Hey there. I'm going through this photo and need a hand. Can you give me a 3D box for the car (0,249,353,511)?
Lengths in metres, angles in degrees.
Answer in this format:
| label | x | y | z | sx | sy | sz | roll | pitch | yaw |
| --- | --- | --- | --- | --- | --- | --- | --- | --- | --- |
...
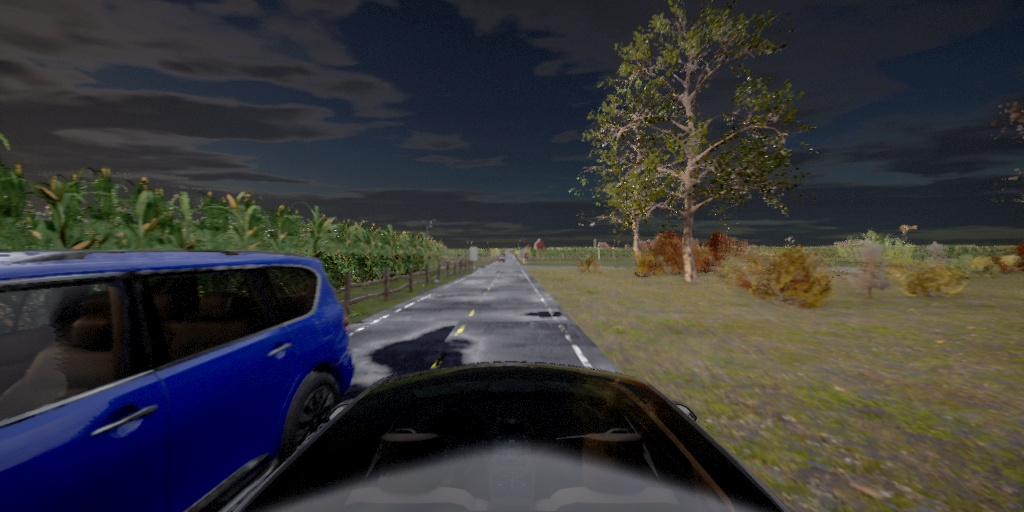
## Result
| label | x | y | z | sx | sy | sz | roll | pitch | yaw |
| --- | --- | --- | --- | --- | --- | --- | --- | --- | --- |
| car | -2.851 | 0.972 | 1.792 | 2.150 | 2.045 | 5.566 | 0 | 0 | 0 |
